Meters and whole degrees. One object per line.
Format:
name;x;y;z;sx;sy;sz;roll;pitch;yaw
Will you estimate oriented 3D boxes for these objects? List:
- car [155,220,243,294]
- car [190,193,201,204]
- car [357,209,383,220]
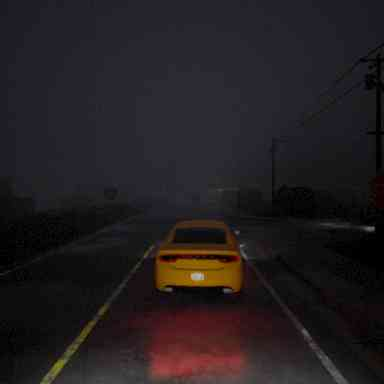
car;0.270;1.480;8.901;1.882;1.535;5.008;0;0;4
car;0.683;1.523;65.908;1.837;1.490;4.892;0;0;1
car;14.233;1.519;23.321;5.008;1.535;1.882;0;0;-2
